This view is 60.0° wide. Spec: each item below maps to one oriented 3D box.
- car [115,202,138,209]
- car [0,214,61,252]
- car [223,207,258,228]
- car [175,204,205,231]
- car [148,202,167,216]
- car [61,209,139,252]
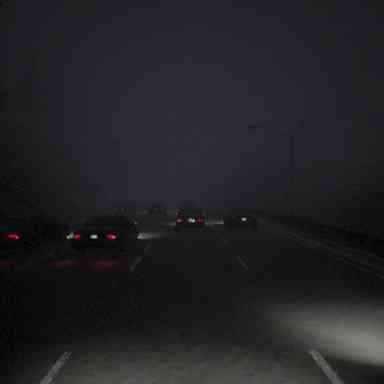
[{"bbox_3d":[-7.323,1.859,37.286,2.033,1.411,5.357,0,0,-1],"label":"car"},{"bbox_3d":[-7.028,1.668,14.352,2.033,1.411,5.357,0,0,-1],"label":"car"},{"bbox_3d":[3.356,1.762,23.693,1.994,1.385,4.181,0,0,-1],"label":"car"},{"bbox_3d":[-0.122,1.731,21.892,2.033,1.411,5.357,0,0,-1],"label":"car"},{"bbox_3d":[-3.824,1.859,37.312,2.033,1.411,5.357,0,0,-1],"label":"car"},{"bbox_3d":[-3.528,1.668,14.372,2.033,1.411,5.357,0,0,-1],"label":"car"}]
